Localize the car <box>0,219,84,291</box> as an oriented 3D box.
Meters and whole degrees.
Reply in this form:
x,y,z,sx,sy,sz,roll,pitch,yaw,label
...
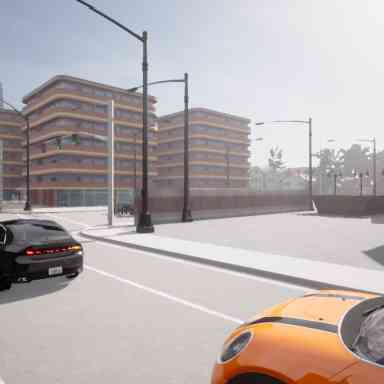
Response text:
x,y,z,sx,sy,sz,roll,pitch,yaw,label
-4.699,1.505,9.166,1.837,1.490,4.892,0,0,-43,car

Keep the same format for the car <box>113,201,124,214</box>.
x,y,z,sx,sy,sz,roll,pitch,yaw,label
-6.322,1.491,34.976,4.902,1.511,2.128,0,0,-44,car

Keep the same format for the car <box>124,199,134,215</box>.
x,y,z,sx,sy,sz,roll,pitch,yaw,label
-3.793,1.352,32.273,4.553,1.767,2.097,0,0,-44,car

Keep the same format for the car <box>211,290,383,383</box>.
x,y,z,sx,sy,sz,roll,pitch,yaw,label
2.319,1.352,2.301,4.553,1.767,2.097,0,0,40,car
